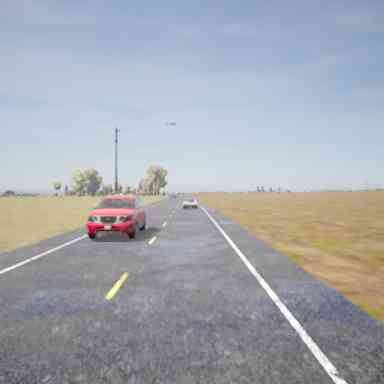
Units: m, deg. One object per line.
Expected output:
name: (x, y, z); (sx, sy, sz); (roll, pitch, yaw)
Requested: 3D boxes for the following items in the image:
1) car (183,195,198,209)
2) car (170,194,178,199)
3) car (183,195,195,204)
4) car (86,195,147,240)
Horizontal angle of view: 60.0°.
car: (-0.262, 1.480, 43.807); (1.895, 1.301, 4.718); (0, 0, -1)
car: (-5.133, 1.310, 94.980); (1.837, 1.490, 4.892); (0, 0, -2)
car: (-0.602, 1.336, 61.590); (2.128, 1.511, 4.902); (0, 0, -1)
car: (-3.662, 1.167, 17.133); (2.150, 2.045, 5.566); (0, 0, 0)
